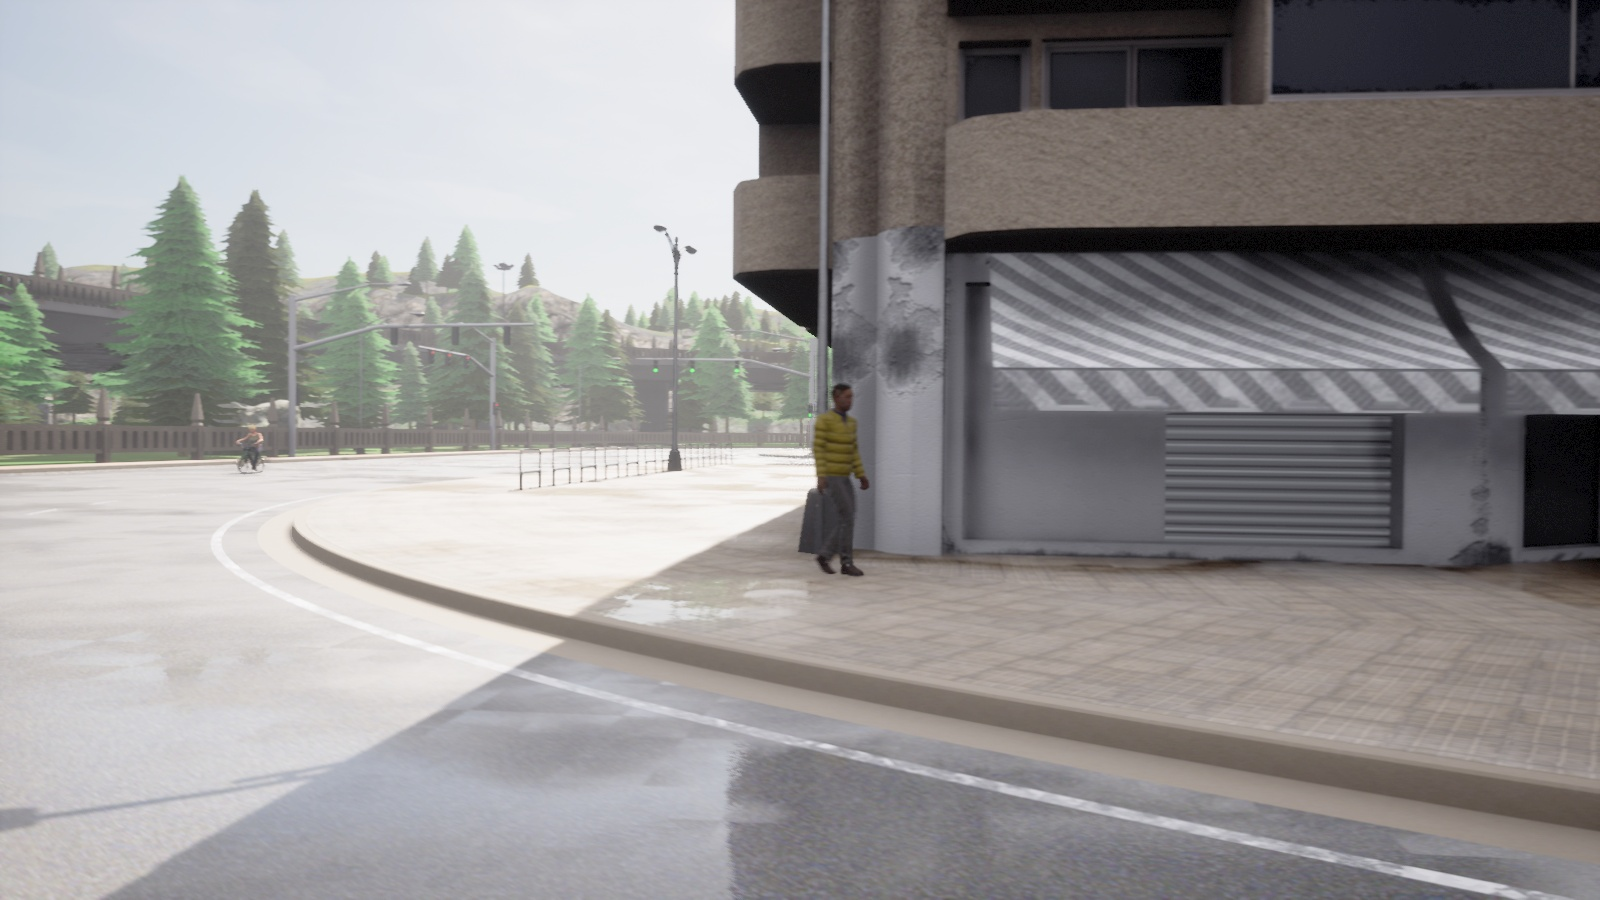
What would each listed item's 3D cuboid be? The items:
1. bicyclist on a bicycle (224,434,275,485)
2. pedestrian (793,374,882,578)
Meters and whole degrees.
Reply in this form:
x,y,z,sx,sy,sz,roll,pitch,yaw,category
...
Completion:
x,y,z,sx,sy,sz,roll,pitch,yaw,category
-18.116,0.298,41.347,0.866,1.612,1.509,0,1,7,bicyclist on a bicycle
0.350,0.233,11.766,0.709,1.840,0.431,0,1,41,pedestrian
